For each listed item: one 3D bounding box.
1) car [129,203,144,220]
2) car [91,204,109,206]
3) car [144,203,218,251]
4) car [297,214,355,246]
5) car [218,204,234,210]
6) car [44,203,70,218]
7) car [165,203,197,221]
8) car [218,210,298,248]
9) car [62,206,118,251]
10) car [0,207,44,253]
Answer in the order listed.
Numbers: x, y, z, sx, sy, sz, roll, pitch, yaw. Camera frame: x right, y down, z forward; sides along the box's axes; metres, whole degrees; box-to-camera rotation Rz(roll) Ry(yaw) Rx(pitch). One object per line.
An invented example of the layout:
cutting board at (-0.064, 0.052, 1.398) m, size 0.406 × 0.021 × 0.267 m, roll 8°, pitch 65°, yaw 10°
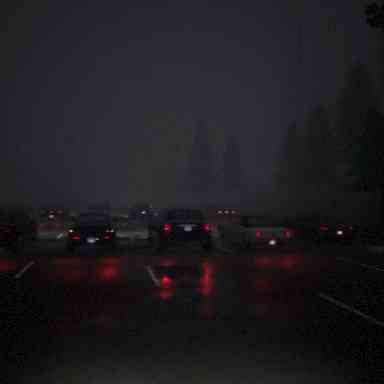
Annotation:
car at (-4.503, 1.662, 29.420) m, size 1.994 × 1.385 × 4.181 m, roll 1°, pitch 0°, yaw -14°
car at (-7.843, 1.632, 28.348) m, size 1.895 × 1.301 × 4.718 m, roll 1°, pitch 0°, yaw -14°
car at (-0.681, 1.427, 14.681) m, size 2.097 × 1.767 × 4.553 m, roll 1°, pitch -1°, yaw -14°
car at (6.035, 1.774, 16.652) m, size 1.994 × 1.385 × 4.181 m, roll 1°, pitch 0°, yaw -14°
car at (2.350, 1.777, 30.866) m, size 2.033 × 1.411 × 5.357 m, roll 1°, pitch 0°, yaw -14°
car at (-11.230, 1.566, 27.470) m, size 1.895 × 1.301 × 4.718 m, roll 1°, pitch 0°, yaw -14°
car at (-1.068, 1.765, 30.103) m, size 1.895 × 1.301 × 4.718 m, roll 1°, pitch 0°, yaw -14°
car at (2.695, 1.744, 15.582) m, size 1.895 × 1.301 × 4.718 m, roll 1°, pitch 0°, yaw -14°
car at (-4.143, 1.537, 14.088) m, size 1.812 × 1.442 × 4.674 m, roll 1°, pitch 0°, yaw -14°
car at (-7.556, 1.423, 13.315) m, size 1.882 × 1.535 × 5.008 m, roll 1°, pitch 0°, yaw -14°
